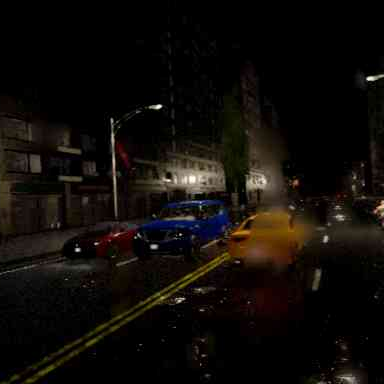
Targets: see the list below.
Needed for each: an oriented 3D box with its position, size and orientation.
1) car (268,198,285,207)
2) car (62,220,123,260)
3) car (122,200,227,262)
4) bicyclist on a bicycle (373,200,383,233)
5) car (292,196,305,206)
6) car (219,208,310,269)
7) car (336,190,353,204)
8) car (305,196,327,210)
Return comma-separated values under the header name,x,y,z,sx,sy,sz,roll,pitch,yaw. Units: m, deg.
name,x,y,z,sx,sy,sz,roll,pitch,yaw
car,13.385,1.623,52.576,1.895,1.301,4.718,-3,-1,24
car,-3.402,1.919,14.033,1.994,1.385,4.181,-3,-1,23
car,-0.164,1.407,13.385,2.150,2.045,5.566,-3,-1,23
bicyclist on a bicycle,9.059,1.197,15.713,0.866,1.612,1.509,-3,-1,23
car,17.204,1.318,53.233,1.882,1.535,5.008,-3,-1,24
car,2.746,1.494,11.407,1.882,1.535,5.008,-3,-1,23
car,23.719,0.720,51.606,2.150,2.045,5.566,-3,-1,24
car,15.092,1.251,39.827,1.882,1.535,5.008,-3,-1,23
